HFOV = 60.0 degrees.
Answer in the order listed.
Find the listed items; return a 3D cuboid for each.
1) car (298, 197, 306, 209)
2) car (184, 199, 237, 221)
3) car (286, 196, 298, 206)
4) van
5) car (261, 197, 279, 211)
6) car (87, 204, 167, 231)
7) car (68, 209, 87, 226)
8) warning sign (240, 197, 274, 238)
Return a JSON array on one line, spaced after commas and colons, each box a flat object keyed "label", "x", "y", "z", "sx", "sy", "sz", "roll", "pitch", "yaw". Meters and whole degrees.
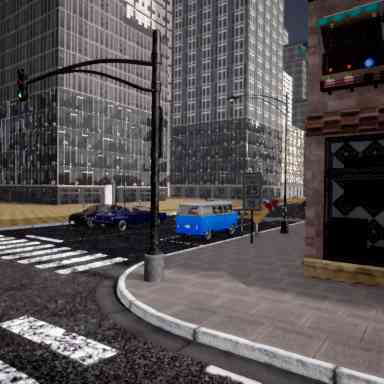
[{"label": "car", "x": 15.609, "y": 1.416, "z": 42.227, "sx": 1.882, "sy": 1.535, "sz": 5.008, "roll": 1, "pitch": 1, "yaw": 36}, {"label": "car", "x": 1.647, "y": 1.414, "z": 28.070, "sx": 2.128, "sy": 1.511, "sz": 4.902, "roll": 1, "pitch": 1, "yaw": 35}, {"label": "car", "x": 16.443, "y": 1.364, "z": 53.266, "sx": 1.752, "sy": 1.417, "sz": 4.829, "roll": 1, "pitch": 1, "yaw": 36}, {"label": "van", "x": 0.870, "y": 1.368, "z": 17.009, "sx": 1.690, "sy": 1.788, "sz": 3.998, "roll": 1, "pitch": 1, "yaw": 36}, {"label": "car", "x": 7.507, "y": 1.506, "z": 36.272, "sx": 1.895, "sy": 1.301, "sz": 4.718, "roll": 1, "pitch": 1, "yaw": 36}, {"label": "car", "x": -3.744, "y": 1.541, "z": 20.520, "sx": 1.895, "sy": 1.301, "sz": 4.718, "roll": 1, "pitch": 1, "yaw": 36}, {"label": "car", "x": -5.954, "y": 1.467, "z": 21.880, "sx": 1.947, "sy": 1.339, "sz": 4.313, "roll": 1, "pitch": 1, "yaw": 36}, {"label": "warning sign", "x": 3.150, "y": 1.177, "z": 16.112, "sx": 1.300, "sy": 1.860, "sz": 1.060, "roll": 1, "pitch": 1, "yaw": 36}]
